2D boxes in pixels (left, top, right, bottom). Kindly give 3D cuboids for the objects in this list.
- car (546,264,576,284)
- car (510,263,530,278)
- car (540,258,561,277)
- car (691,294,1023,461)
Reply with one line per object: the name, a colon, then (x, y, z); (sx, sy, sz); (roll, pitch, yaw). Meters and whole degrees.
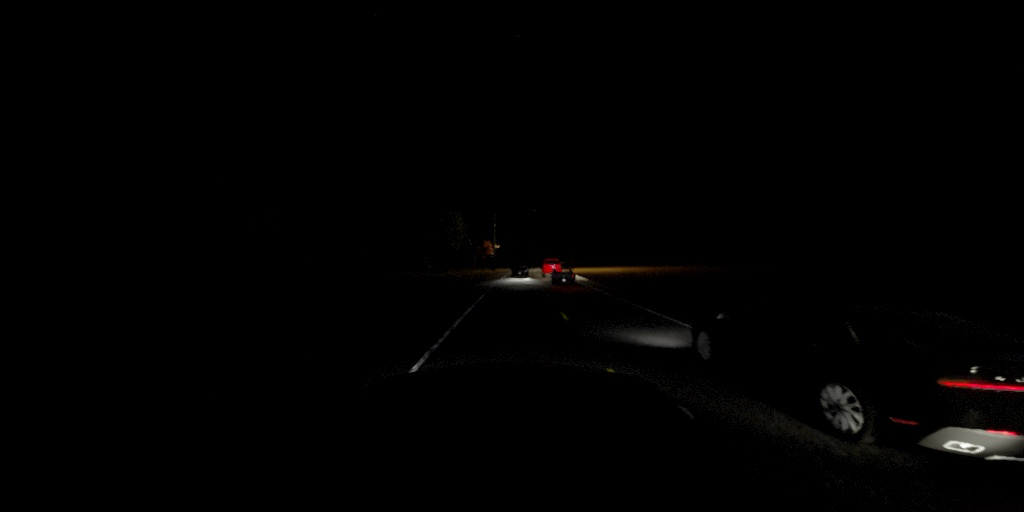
car: (4.041, 1.590, 29.446); (1.895, 1.301, 4.718); (0, 0, 3)
car: (0.923, 1.534, 39.247); (2.128, 1.511, 4.902); (0, 0, 3)
car: (4.455, 1.301, 40.913); (2.150, 2.045, 5.566); (0, 0, 3)
car: (4.548, 1.313, 5.373); (1.837, 1.490, 4.892); (0, 0, 0)
